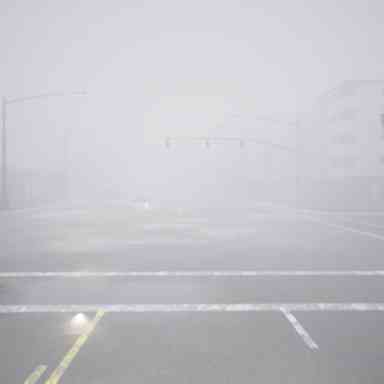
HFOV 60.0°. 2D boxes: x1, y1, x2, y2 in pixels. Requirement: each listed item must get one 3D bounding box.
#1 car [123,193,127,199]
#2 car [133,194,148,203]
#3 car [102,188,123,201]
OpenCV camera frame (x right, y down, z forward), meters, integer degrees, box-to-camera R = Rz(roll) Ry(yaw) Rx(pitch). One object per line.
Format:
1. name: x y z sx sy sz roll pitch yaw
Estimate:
1. car: -14.546 0.538 65.650 1.882 1.535 5.008 -1 1 -36
2. car: -7.733 0.908 49.860 1.895 1.301 4.718 0 1 -13
3. car: -14.156 0.407 57.805 2.150 2.045 5.566 0 1 -27
